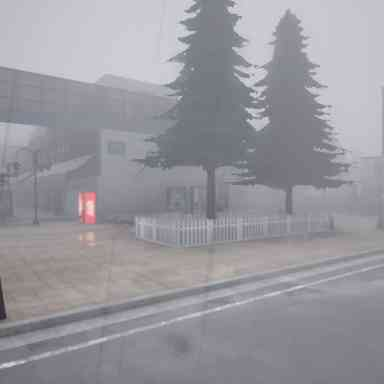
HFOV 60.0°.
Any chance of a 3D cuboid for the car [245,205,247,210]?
[{"bbox_3d":[4.014,1.521,39.072,2.033,1.411,5.357,0,0,-34],"label":"car"}]
